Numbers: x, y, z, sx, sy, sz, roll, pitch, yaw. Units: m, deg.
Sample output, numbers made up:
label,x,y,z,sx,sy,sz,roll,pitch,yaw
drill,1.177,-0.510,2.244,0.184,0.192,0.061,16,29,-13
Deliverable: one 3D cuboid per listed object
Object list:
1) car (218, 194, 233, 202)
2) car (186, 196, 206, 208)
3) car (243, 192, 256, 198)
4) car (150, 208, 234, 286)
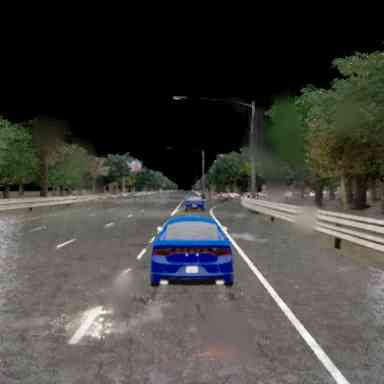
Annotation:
label,x,y,z,sx,sy,sz,roll,pitch,yaw
car,5.953,1.025,59.494,1.812,1.442,4.674,0,0,21
car,0.431,1.195,35.877,1.882,1.535,5.008,0,0,5
car,13.037,0.840,73.799,1.882,1.535,5.008,0,1,35
car,0.000,1.417,9.231,1.882,1.535,5.008,0,0,0
